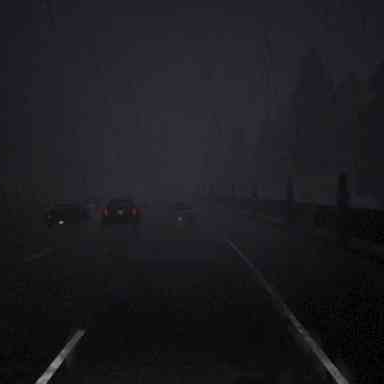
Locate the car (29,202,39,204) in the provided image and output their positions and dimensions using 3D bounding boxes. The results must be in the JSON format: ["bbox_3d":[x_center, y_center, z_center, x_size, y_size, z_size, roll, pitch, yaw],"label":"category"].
[{"bbox_3d":[-23.245,1.144,49.612,1.837,1.490,4.892,0,0,-25],"label":"car"}]

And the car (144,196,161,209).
[{"bbox_3d":[-4.586,1.209,39.592,1.812,1.442,4.674,0,0,-16],"label":"car"}]

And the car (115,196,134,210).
[{"bbox_3d":[-7.931,1.193,38.621,1.837,1.490,4.892,0,0,-16],"label":"car"}]

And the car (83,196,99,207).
[{"bbox_3d":[-11.532,1.194,38.526,1.837,1.490,4.892,0,0,-16],"label":"car"}]

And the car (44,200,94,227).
[{"bbox_3d":[-7.828,1.429,21.376,1.895,1.301,4.718,0,0,-7],"label":"car"}]

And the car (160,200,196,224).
[{"bbox_3d":[-0.979,1.417,22.879,1.895,1.301,4.718,0,0,-7],"label":"car"}]

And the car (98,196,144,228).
[{"bbox_3d":[-4.286,1.185,20.839,2.097,1.767,4.553,0,0,-6],"label":"car"}]
